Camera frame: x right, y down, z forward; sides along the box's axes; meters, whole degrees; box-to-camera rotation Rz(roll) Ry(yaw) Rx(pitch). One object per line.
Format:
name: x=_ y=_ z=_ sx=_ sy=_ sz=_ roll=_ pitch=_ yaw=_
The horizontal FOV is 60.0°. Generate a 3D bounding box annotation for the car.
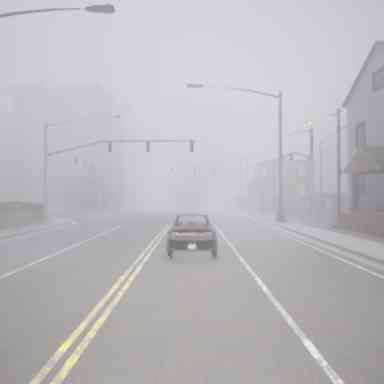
car: x=0.016 y=1.641 z=13.491 sx=2.128 sy=1.511 sz=4.902 roll=0 pitch=0 yaw=0
